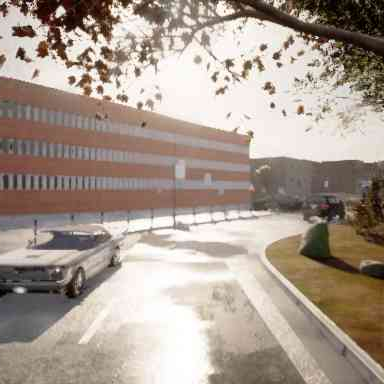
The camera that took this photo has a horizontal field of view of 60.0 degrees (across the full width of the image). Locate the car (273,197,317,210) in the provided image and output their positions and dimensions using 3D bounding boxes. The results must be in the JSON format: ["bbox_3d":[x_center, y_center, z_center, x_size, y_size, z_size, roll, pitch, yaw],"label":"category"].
[{"bbox_3d":[13.177,1.446,42.698,5.008,1.535,2.097,0,0,38],"label":"car"}]

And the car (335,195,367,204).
[{"bbox_3d":[30.890,1.363,64.715,5.366,1.575,1.946,0,0,38],"label":"car"}]

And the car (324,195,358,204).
[{"bbox_3d":[27.087,1.378,60.519,5.366,1.575,1.946,0,0,38],"label":"car"}]

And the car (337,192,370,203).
[{"bbox_3d":[32.524,1.105,67.025,5.566,2.045,2.435,0,0,38],"label":"car"}]

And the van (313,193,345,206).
[{"bbox_3d":[22.055,1.182,53.689,4.442,1.987,1.878,0,0,38],"label":"van"}]

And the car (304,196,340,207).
[{"bbox_3d":[20.184,1.445,51.567,4.792,1.488,2.163,0,0,38],"label":"car"}]

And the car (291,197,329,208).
[{"bbox_3d":[16.692,1.472,47.123,4.674,1.452,2.002,0,0,38],"label":"car"}]

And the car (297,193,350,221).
[{"bbox_3d":[10.937,1.250,27.453,2.150,2.045,5.566,0,1,38],"label":"car"}]

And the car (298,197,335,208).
[{"bbox_3d":[18.452,1.464,49.334,4.674,1.452,2.002,0,0,38],"label":"car"}]

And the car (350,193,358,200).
[{"bbox_3d":[25.621,1.388,58.074,5.366,1.575,1.946,0,0,38],"label":"car"}]

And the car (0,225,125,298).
[{"bbox_3d":[-3.224,1.600,8.640,1.895,1.301,4.718,0,0,3],"label":"car"}]

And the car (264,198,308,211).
[{"bbox_3d":[11.422,1.491,40.482,4.674,1.452,2.002,0,0,38],"label":"car"}]

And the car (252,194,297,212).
[{"bbox_3d":[9.647,1.205,38.283,5.566,2.045,2.435,0,0,38],"label":"car"}]
